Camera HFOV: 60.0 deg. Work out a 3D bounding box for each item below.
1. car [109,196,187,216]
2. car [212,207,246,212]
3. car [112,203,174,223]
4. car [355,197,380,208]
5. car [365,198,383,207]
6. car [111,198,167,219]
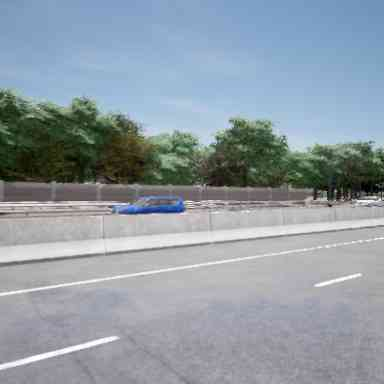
[{"bbox_3d":[-2.957,1.332,23.378,5.566,2.045,2.150,1,0,-35],"label":"car"},{"bbox_3d":[2.424,1.714,22.916,4.181,1.385,1.994,1,0,-35],"label":"car"},{"bbox_3d":[-3.940,1.649,26.974,4.674,1.442,1.812,1,0,-35],"label":"car"},{"bbox_3d":[29.079,1.782,54.732,5.566,2.045,2.150,1,0,-35],"label":"car"},{"bbox_3d":[29.028,2.080,50.408,5.357,1.411,2.033,1,0,-35],"label":"car"},{"bbox_3d":[-4.845,1.490,30.627,4.553,1.767,2.097,1,0,-35],"label":"car"}]
